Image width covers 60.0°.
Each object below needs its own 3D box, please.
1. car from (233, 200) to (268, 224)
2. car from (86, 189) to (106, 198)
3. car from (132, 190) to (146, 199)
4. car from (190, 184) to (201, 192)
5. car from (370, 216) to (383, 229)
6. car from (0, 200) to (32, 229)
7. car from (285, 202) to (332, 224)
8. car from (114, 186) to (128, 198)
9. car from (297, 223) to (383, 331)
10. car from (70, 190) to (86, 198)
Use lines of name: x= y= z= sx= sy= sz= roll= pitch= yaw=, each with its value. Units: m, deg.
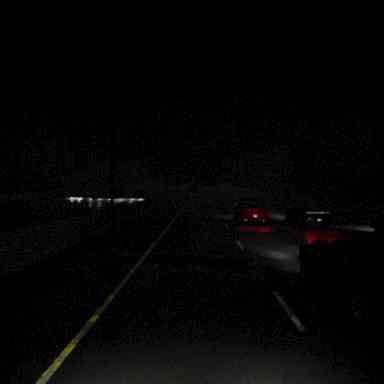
car: x=4.037 y=1.308 z=23.393 sx=1.882 sy=1.535 sz=5.008 roll=1 pitch=1 yaw=1
car: x=-16.341 y=0.289 z=58.124 sx=1.812 sy=1.442 sz=4.674 roll=1 pitch=2 yaw=2
car: x=-9.331 y=0.356 z=58.699 sx=1.837 sy=1.490 sz=4.892 roll=1 pitch=2 yaw=2
car: x=0.688 y=-1.056 z=91.651 sx=2.150 sy=2.045 sz=5.566 roll=1 pitch=3 yaw=1
car: x=10.884 y=1.568 z=16.275 sx=2.033 sy=1.411 sz=5.357 roll=1 pitch=1 yaw=1
car: x=-10.286 y=1.213 z=17.561 sx=1.837 sy=1.490 sz=4.892 roll=1 pitch=1 yaw=1
car: x=7.505 y=1.393 z=21.885 sx=2.128 sy=1.511 sz=4.902 roll=1 pitch=1 yaw=1
car: x=-12.826 y=0.018 z=58.642 sx=2.150 sy=2.045 sz=5.566 roll=1 pitch=2 yaw=2
car: x=3.696 y=1.610 z=6.805 sx=1.895 sy=1.301 sz=4.718 roll=1 pitch=0 yaw=1
car: x=-19.831 y=0.266 z=58.539 sx=1.994 sy=1.385 sz=4.181 roll=1 pitch=2 yaw=2
